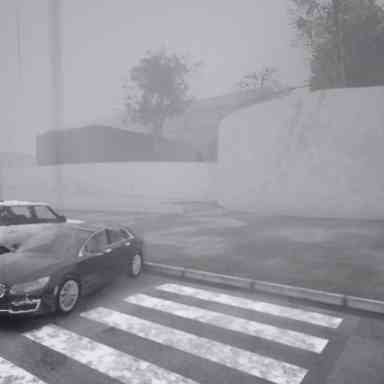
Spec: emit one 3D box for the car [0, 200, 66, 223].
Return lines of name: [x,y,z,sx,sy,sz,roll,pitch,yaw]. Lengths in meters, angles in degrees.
car: [-5.141,1.249,9.502,2.435,2.045,5.566,0,-1,16]

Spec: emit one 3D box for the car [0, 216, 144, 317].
car: [-2.708,1.496,7.743,2.231,1.521,4.892,0,-1,15]
